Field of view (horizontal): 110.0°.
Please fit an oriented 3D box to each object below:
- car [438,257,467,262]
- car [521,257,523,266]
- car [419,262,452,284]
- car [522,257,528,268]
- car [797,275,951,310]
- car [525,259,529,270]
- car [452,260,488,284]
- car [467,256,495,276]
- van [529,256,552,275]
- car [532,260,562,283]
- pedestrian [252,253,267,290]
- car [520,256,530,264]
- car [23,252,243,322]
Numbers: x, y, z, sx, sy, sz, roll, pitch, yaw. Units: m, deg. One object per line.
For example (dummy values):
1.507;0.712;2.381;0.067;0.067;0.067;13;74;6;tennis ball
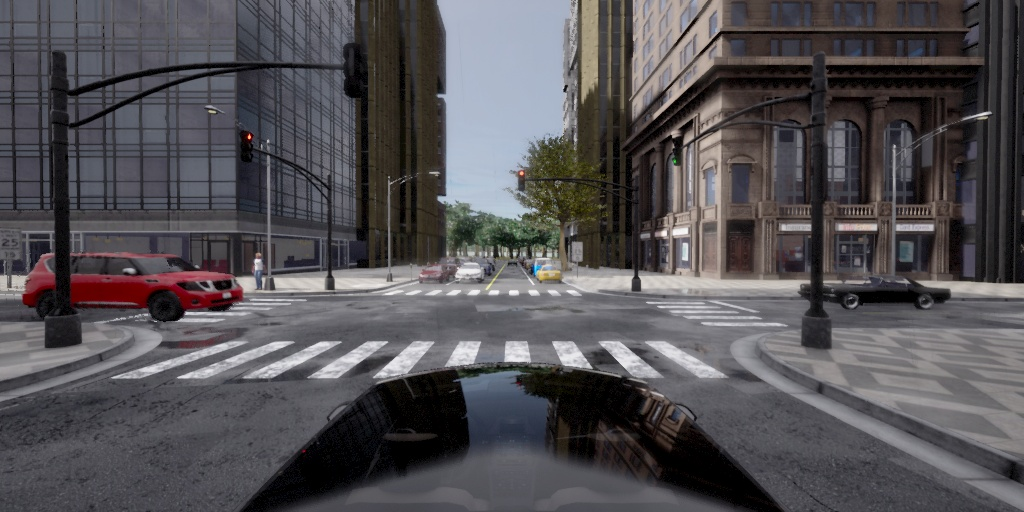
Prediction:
-5.758;1.035;32.618;2.192;1.841;5.009;0;0;0;car
2.770;1.215;55.343;1.888;1.381;4.507;0;0;0;car
-5.759;1.312;26.937;1.802;1.307;4.207;0;0;0;car
2.770;1.210;49.834;1.751;1.417;4.829;0;0;0;car
14.712;1.444;14.787;4.718;1.301;1.895;0;1;0;car
2.768;1.276;38.305;1.948;1.339;4.313;0;0;0;car
-3.093;1.255;27.180;1.812;1.442;4.674;0;0;0;car
-3.093;1.067;36.060;2.097;1.767;4.553;0;0;0;car
2.767;1.061;32.625;1.690;1.789;3.998;0;0;0;van
2.766;1.255;27.115;1.751;1.417;4.829;0;0;0;car
-12.520;0.742;17.767;0.375;1.860;0.375;0;0;0;pedestrian
2.771;1.204;61.022;2.007;1.370;4.403;0;0;0;car
-11.947;0.901;11.536;5.566;2.045;2.150;0;1;0;car
